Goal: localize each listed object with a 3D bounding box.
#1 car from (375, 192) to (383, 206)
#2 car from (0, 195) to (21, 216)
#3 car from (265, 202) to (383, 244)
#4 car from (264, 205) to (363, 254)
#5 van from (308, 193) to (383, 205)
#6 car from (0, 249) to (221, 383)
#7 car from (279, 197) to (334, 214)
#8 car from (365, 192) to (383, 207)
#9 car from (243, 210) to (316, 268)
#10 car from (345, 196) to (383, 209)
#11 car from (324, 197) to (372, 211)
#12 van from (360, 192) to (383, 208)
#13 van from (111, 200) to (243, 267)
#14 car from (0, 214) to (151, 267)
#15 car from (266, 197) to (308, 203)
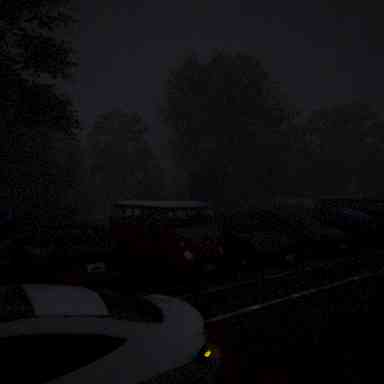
[{"bbox_3d":[29.815,1.009,47.796,2.435,2.045,5.566,0,0,-36],"label":"car"},{"bbox_3d":[-11.049,1.215,18.628,2.435,2.045,5.566,0,0,-36],"label":"car"},{"bbox_3d":[5.961,1.418,14.728,2.097,1.535,5.008,0,0,-36],"label":"car"},{"bbox_3d":[3.694,1.458,13.080,2.163,1.488,4.792,0,0,-36],"label":"car"},{"bbox_3d":[8.307,1.181,16.265,1.878,1.987,4.442,0,0,-36],"label":"van"},{"bbox_3d":[-1.884,1.527,2.341,4.674,1.442,1.812,0,0,-35],"label":"car"},{"bbox_3d":[11.833,1.351,34.768,1.946,1.575,5.366,0,0,-36],"label":"car"},{"bbox_3d":[27.522,1.025,46.229,2.435,2.045,5.566,0,0,-36],"label":"car"},{"bbox_3d":[1.412,1.470,11.451,2.163,1.488,4.792,0,0,-36],"label":"car"},{"bbox_3d":[22.914,1.296,43.133,1.946,1.575,5.366,0,0,-36],"label":"car"},{"bbox_3d":[18.520,1.351,39.733,2.163,1.488,4.792,0,0,-36],"label":"car"},{"bbox_3d":[25.211,1.062,44.688,1.878,1.987,4.442,0,0,-36],"label":"van"},{"bbox_3d":[-0.820,1.226,9.751,1.878,1.987,4.442,0,0,-36],"label":"van"},{"bbox_3d":[-3.185,1.492,8.242,2.163,1.488,4.792,0,0,-36],"label":"car"},{"bbox_3d":[9.462,1.367,33.310,2.231,1.521,4.892,0,0,-36],"label":"car"}]
